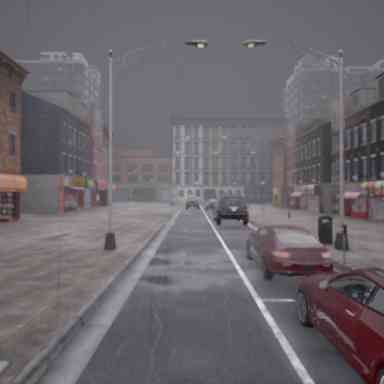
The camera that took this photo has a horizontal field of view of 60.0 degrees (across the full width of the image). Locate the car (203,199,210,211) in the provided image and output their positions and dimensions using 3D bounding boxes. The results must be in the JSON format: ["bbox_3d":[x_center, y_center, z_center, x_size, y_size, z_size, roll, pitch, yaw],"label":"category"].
[{"bbox_3d":[2.655,1.527,42.710,1.967,1.590,4.097,0,0,0],"label":"car"}]

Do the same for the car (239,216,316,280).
[{"bbox_3d":[2.647,1.597,9.688,1.802,1.307,4.206,0,0,0],"label":"car"}]

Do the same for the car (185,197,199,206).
[{"bbox_3d":[-0.048,1.621,58.237,2.128,1.511,4.902,0,0,-3],"label":"car"}]

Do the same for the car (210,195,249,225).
[{"bbox_3d":[2.756,1.268,24.556,2.150,2.045,5.566,0,0,0],"label":"car"}]

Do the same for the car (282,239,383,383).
[{"bbox_3d":[2.646,1.588,4.184,1.802,1.307,4.206,1,0,0],"label":"car"}]

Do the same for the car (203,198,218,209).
[{"bbox_3d":[2.656,1.652,48.214,2.008,1.369,4.403,0,0,0],"label":"car"}]

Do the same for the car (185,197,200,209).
[{"bbox_3d":[0.076,1.600,45.863,1.837,1.490,4.892,0,0,0],"label":"car"}]
